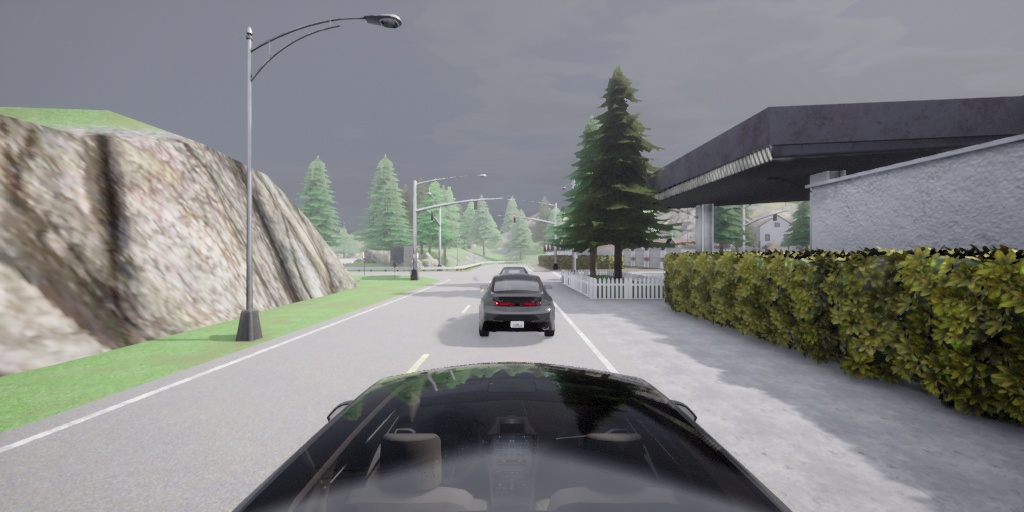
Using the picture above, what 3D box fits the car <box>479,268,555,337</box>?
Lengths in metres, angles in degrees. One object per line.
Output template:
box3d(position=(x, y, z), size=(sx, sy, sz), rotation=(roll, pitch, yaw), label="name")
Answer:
box3d(position=(0.119, 1.255, 10.288), size=(1.837, 1.490, 4.892), rotation=(0, 0, 0), label="car")
